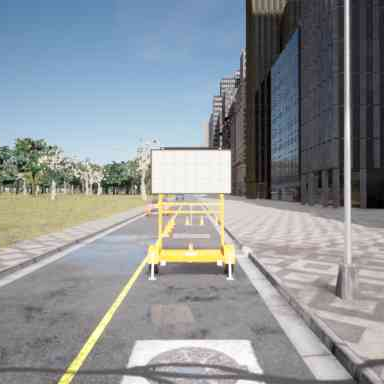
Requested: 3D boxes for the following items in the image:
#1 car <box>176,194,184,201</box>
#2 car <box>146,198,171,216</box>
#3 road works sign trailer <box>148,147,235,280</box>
[{"bbox_3d":[-3.184,1.257,89.461,2.150,2.045,5.566,0,0,0],"label":"car"},{"bbox_3d":[-3.166,1.362,32.008,2.097,1.767,4.553,0,0,0],"label":"car"},{"bbox_3d":[-0.020,0.466,9.933,2.380,3.560,2.880,0,0,0],"label":"road works sign trailer"}]
